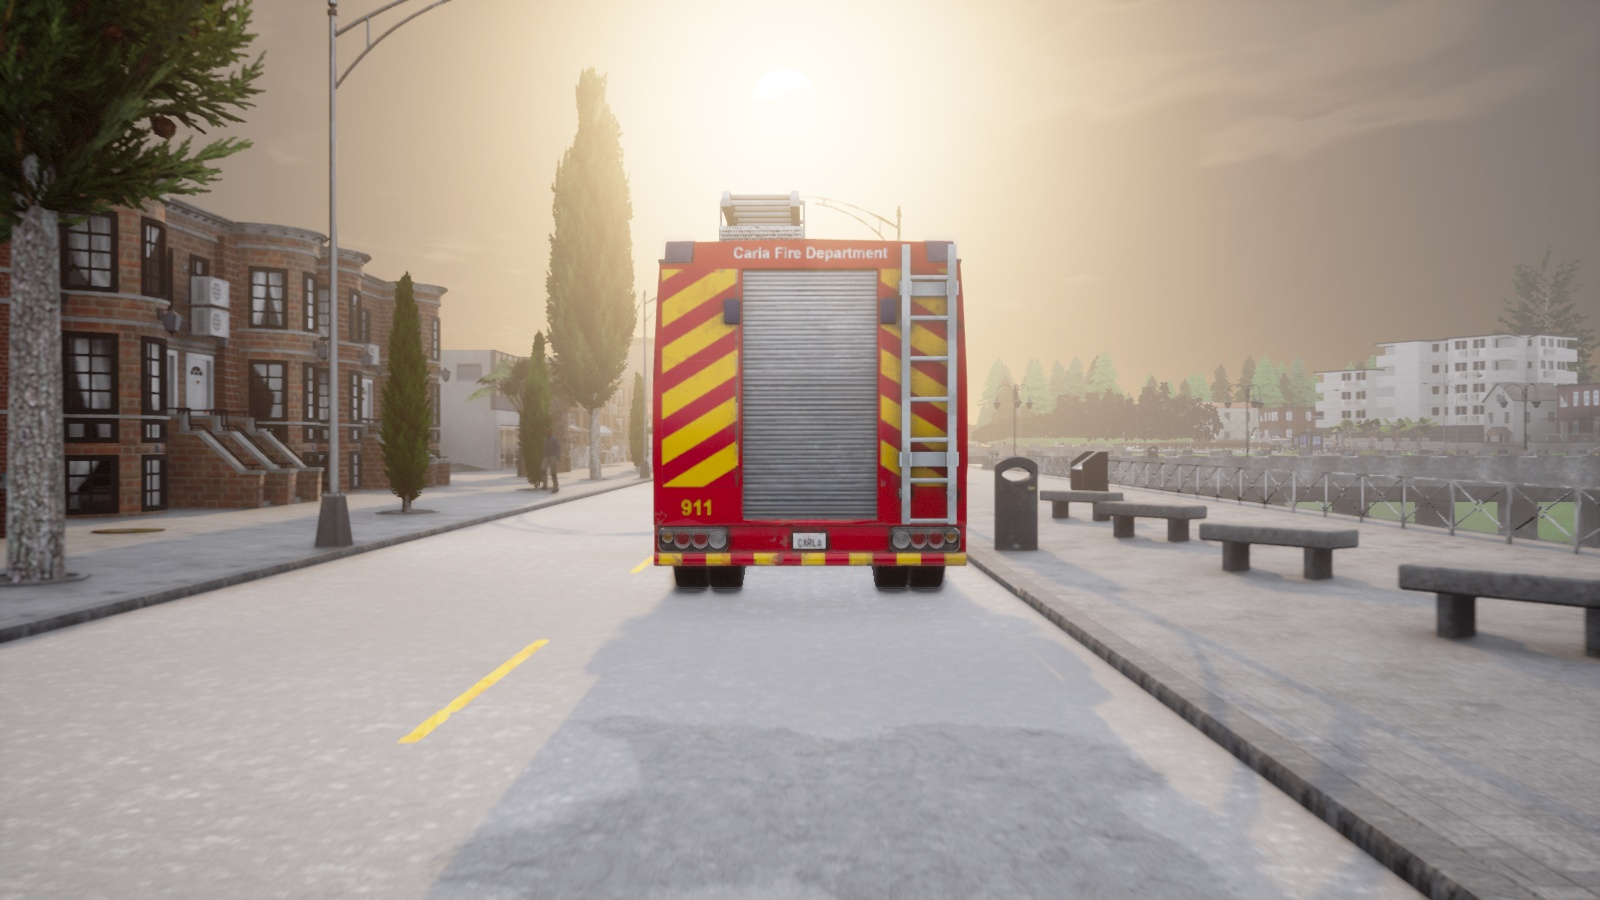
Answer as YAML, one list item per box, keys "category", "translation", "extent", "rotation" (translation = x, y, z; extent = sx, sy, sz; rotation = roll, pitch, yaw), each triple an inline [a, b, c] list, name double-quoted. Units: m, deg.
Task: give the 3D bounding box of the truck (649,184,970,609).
- category: "truck"
  translation: [0.104, -0.506, 15.574]
  extent: [2.891, 3.827, 8.468]
  rotation: [0, 0, 0]

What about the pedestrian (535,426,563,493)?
- category: "pedestrian"
  translation: [-6.875, 0.257, 34.403]
  extent: [0.370, 1.835, 0.726]
  rotation: [0, 0, 32]
